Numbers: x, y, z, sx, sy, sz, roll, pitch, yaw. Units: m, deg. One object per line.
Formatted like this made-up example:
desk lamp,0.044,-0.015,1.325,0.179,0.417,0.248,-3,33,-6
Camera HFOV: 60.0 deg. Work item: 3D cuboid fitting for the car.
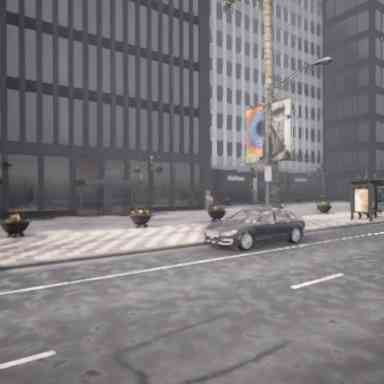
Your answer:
car,2.730,1.415,13.897,4.892,1.521,2.231,0,0,-35
